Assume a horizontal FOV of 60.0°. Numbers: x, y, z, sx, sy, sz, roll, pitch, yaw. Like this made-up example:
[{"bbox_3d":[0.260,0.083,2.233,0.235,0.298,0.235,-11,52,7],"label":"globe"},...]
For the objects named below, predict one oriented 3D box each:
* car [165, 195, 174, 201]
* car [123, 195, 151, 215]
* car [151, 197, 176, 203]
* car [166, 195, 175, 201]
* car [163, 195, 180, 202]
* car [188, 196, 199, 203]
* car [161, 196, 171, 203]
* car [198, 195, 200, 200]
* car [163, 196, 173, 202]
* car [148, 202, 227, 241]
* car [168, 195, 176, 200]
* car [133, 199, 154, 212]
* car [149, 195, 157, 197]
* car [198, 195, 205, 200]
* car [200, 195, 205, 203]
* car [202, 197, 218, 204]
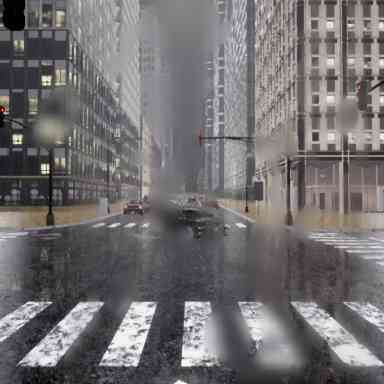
[{"bbox_3d":[-5.708,1.578,83.950,1.887,1.381,4.507,1,0,0],"label":"car"},{"bbox_3d":[-5.687,1.453,33.774,1.967,1.590,4.097,1,0,0],"label":"car"},{"bbox_3d":[-3.112,1.561,35.609,2.033,1.411,5.357,0,0,0],"label":"car"},{"bbox_3d":[-5.710,1.587,89.525,2.008,1.369,4.403,1,0,0],"label":"car"},{"bbox_3d":[-3.109,1.544,49.452,1.812,1.442,4.674,0,0,0],"label":"car"},{"bbox_3d":[0.057,1.574,70.490,2.033,1.411,5.357,0,0,0],"label":"car"},{"bbox_3d":[-5.704,1.573,72.800,1.887,1.381,4.507,1,0,0],"label":"car"},{"bbox_3d":[2.680,1.590,61.722,1.947,1.339,4.313,1,0,0],"label":"car"},{"bbox_3d":[-5.706,1.582,78.375,2.008,1.369,4.403,1,0,0],"label":"car"},{"bbox_3d":[-0.211,1.512,17.064,1.837,1.490,4.892,-2,1,-33],"label":"car"},{"bbox_3d":[-5.713,1.605,95.101,1.947,1.339,4.313,1,0,0],"label":"car"},{"bbox_3d":[-5.692,1.597,39.349,1.802,1.307,4.206,1,0,0],"label":"car"},{"bbox_3d":[-5.689,1.332,44.924,2.192,1.841,5.009,1,0,0],"label":"car"},{"bbox_3d":[2.668,1.584,95.185,1.887,1.381,4.507,1,0,0],"label":"car"},{"bbox_3d":[2.683,1.547,56.315,1.752,1.417,4.829,1,0,0],"label":"car"},{"bbox_3d":[2.686,1.599,44.989,1.802,1.307,4.206,1,0,0],"label":"car"}]
